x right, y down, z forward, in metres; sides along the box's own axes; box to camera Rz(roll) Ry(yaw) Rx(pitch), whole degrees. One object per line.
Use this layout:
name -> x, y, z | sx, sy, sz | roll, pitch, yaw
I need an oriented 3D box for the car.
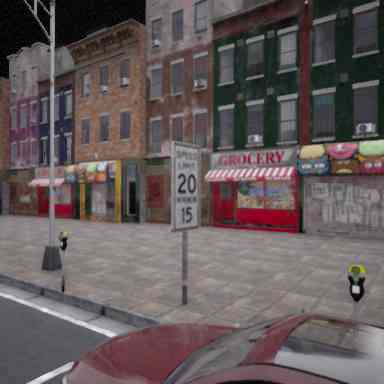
car -> 0.782, 1.580, 2.248 | 4.206, 1.307, 1.802 | 0, 0, 36
